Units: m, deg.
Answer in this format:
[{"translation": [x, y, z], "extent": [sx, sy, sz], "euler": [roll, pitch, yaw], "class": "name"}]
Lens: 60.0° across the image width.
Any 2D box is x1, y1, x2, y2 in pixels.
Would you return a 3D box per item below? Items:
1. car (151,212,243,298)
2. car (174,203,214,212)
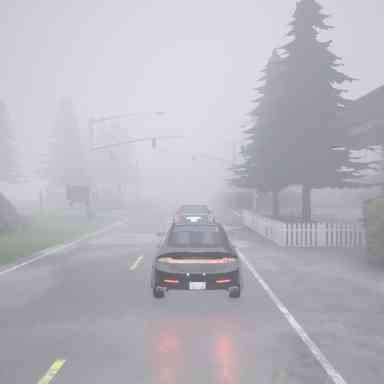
[{"translation": [0.097, 1.492, 8.477], "extent": [2.128, 1.511, 4.902], "euler": [0, 0, 0], "class": "car"}, {"translation": [0.094, 1.352, 17.631], "extent": [2.097, 1.767, 4.553], "euler": [0, 0, 0], "class": "car"}]
